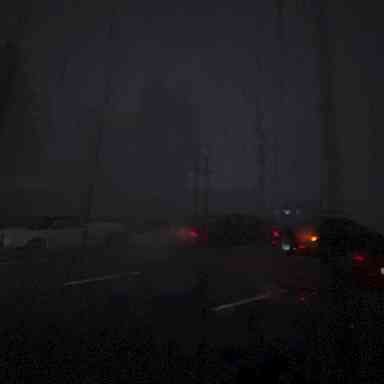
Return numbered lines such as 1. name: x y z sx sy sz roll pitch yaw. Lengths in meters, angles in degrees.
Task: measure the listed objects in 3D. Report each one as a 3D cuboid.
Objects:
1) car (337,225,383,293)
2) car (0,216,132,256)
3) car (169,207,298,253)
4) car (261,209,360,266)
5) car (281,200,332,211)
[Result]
1. car: 5.540 1.546 7.718 4.181 1.385 1.994 0 0 -35
2. car: -4.849 1.599 13.201 4.718 1.301 1.895 0 0 -35
3. car: 1.687 1.532 13.570 5.357 1.411 2.033 0 0 -36
4. car: 4.745 1.506 11.461 4.674 1.442 1.812 0 0 -35
5. car: 7.726 1.319 22.192 4.553 1.767 2.097 -1 0 -36
